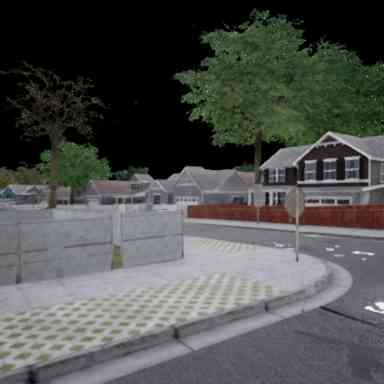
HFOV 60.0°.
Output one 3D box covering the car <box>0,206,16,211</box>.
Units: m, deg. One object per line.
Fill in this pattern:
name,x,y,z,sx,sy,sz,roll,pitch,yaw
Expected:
car,-41.054,3.850,74.168,5.357,1.411,2.033,-2,-2,40
